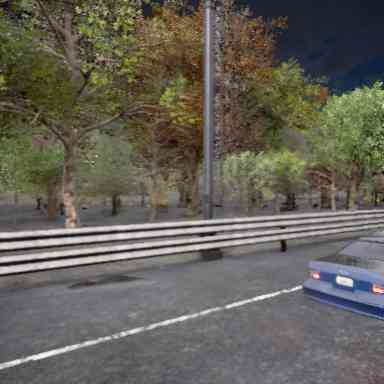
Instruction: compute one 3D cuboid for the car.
[{"bbox_3d":[4.605,1.546,7.027,5.357,1.411,2.033,0,0,-35],"label":"car"}]
